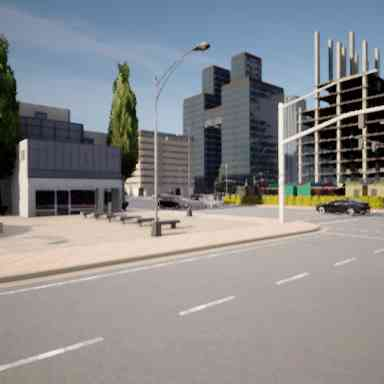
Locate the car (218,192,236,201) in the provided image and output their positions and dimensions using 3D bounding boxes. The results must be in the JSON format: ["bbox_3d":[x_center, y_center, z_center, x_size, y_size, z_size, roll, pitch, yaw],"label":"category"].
[{"bbox_3d":[7.938,1.152,67.805,3.806,1.475,1.970,0,0,-40],"label":"car"}]

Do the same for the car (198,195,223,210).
[{"bbox_3d":[1.266,1.393,40.779,1.812,1.442,4.674,0,0,-39],"label":"car"}]

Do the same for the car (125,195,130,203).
[{"bbox_3d":[-13.201,1.086,59.250,2.150,2.045,5.566,0,0,-38],"label":"car"}]

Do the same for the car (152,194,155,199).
[{"bbox_3d":[-8.283,0.914,87.368,4.605,1.855,1.932,0,0,-40],"label":"car"}]

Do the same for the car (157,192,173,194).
[{"bbox_3d":[-6.475,0.917,85.108,3.866,1.878,1.905,0,0,-40],"label":"car"}]

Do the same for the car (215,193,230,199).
[{"bbox_3d":[8.689,1.066,94.191,3.806,1.475,1.970,0,0,-40],"label":"car"}]

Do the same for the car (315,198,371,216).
[{"bbox_3d":[13.834,1.354,30.743,1.837,1.490,4.892,1,0,-36],"label":"car"}]

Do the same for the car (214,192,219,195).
[{"bbox_3d":[6.095,0.913,70.039,3.866,1.878,1.905,0,0,-40],"label":"car"}]

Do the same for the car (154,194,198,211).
[{"bbox_3d":[-2.008,1.377,39.253,2.128,1.511,4.902,0,0,-38],"label":"car"}]
